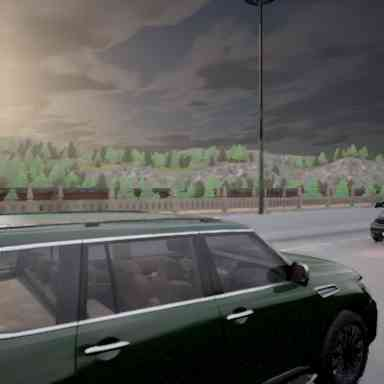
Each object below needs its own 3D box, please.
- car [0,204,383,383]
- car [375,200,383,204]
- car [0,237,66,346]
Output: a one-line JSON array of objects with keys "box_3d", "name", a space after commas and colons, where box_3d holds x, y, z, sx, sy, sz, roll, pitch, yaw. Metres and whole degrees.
[{"box_3d": [-0.292, 1.222, 3.539, 5.566, 2.045, 2.150, 0, 0, -35], "name": "car"}, {"box_3d": [26.259, 1.605, 44.119, 4.718, 1.301, 1.895, 0, 0, -35], "name": "car"}, {"box_3d": [-4.519, 1.601, 4.823, 4.718, 1.301, 1.895, 0, 0, -35], "name": "car"}]
